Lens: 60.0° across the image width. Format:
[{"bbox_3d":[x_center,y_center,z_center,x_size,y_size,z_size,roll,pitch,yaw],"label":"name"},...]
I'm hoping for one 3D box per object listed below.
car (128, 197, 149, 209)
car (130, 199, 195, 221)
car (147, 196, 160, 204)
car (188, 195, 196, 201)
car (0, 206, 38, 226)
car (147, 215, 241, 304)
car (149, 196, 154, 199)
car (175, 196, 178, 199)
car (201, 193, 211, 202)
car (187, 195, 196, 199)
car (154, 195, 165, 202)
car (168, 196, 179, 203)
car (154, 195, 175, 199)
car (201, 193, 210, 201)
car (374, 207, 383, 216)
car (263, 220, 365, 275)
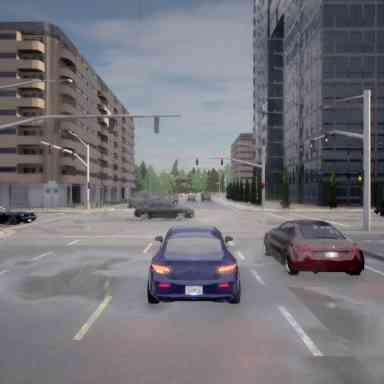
[{"bbox_3d":[-7.503,1.504,45.970,1.837,1.490,4.892,0,0,1],"label":"car"},{"bbox_3d":[-2.231,1.528,26.962,4.892,1.490,1.837,0,0,0],"label":"car"},{"bbox_3d":[-7.354,1.477,63.680,1.882,1.535,5.008,0,0,1],"label":"car"},{"bbox_3d":[-0.048,1.524,87.723,2.128,1.511,4.902,0,0,1],"label":"car"},{"bbox_3d":[-13.342,1.649,23.125,4.718,1.301,1.895,0,0,6],"label":"car"},{"bbox_3d":[0.046,1.526,8.021,1.812,1.442,4.674,0,0,0],"label":"car"},{"bbox_3d":[-7.465,1.563,54.864,1.994,1.385,4.181,0,0,2],"label":"car"},{"bbox_3d":[-3.939,1.525,58.418,1.812,1.442,4.674,0,0,1],"label":"car"},{"bbox_3d":[3.344,1.355,77.587,2.097,1.767,4.553,0,0,1],"label":"car"},{"bbox_3d":[-0.157,1.539,77.379,2.033,1.411,5.357,0,0,1],"label":"car"},{"bbox_3d":[-7.194,1.495,74.038,1.837,1.490,4.892,0,0,1],"label":"car"},{"bbox_3d":[-3.755,1.547,68.887,2.033,1.411,5.357,0,0,1],"label":"car"},{"bbox_3d":[-3.993,1.352,48.931,2.097,1.767,4.553,0,0,0],"label":"car"},{"bbox_3d":[3.453,1.224,87.750,2.150,2.045,5.566,0,0,1],"label":"car"},{"bbox_3d":[19.456,1.656,30.628,4.718,1.301,1.895,0,0,0],"label":"car"},{"bbox_3d":[3.555,1.564,10.444,1.994,1.385,4.181,0,0,0],"label":"car"}]
